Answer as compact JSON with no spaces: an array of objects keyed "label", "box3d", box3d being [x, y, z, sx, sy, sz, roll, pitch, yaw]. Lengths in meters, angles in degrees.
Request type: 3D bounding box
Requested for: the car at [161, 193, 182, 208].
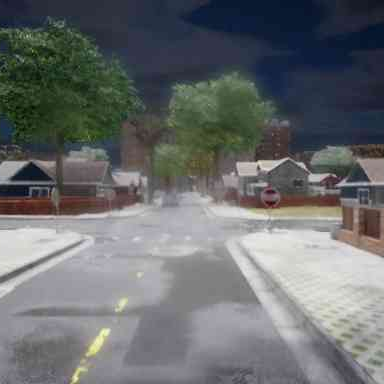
[{"label":"car","box3d":[-2.751,1.122,42.847,2.097,1.767,4.553,0,0,0]}]
